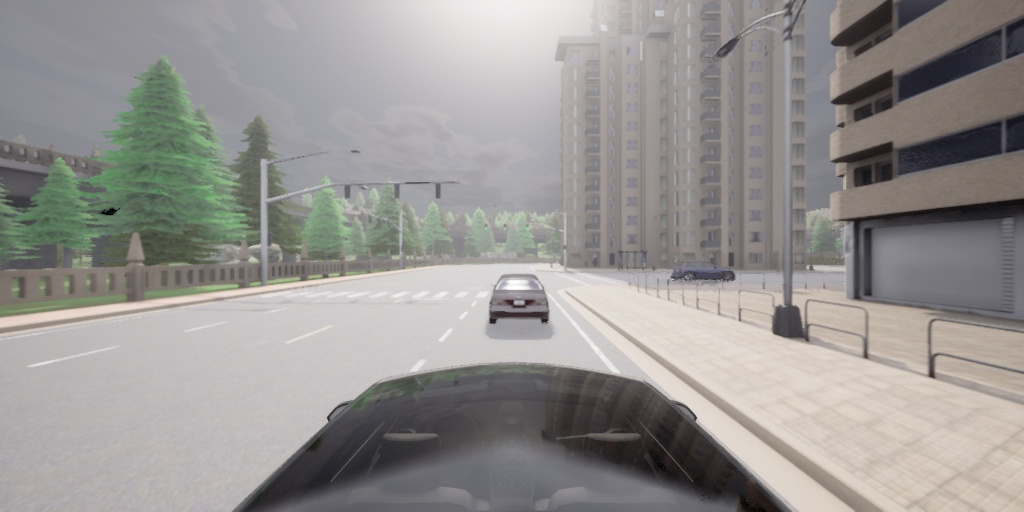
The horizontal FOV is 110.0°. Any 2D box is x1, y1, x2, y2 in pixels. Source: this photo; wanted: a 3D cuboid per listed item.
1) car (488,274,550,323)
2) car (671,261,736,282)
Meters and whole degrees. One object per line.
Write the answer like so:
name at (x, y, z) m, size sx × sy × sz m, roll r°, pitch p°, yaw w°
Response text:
car at (0.220, 1.306, 12.191) m, size 2.033 × 1.411 × 5.357 m, roll 0°, pitch 0°, yaw 1°
car at (15.537, 1.188, 29.120) m, size 4.553 × 1.767 × 2.097 m, roll 0°, pitch 0°, yaw 0°
